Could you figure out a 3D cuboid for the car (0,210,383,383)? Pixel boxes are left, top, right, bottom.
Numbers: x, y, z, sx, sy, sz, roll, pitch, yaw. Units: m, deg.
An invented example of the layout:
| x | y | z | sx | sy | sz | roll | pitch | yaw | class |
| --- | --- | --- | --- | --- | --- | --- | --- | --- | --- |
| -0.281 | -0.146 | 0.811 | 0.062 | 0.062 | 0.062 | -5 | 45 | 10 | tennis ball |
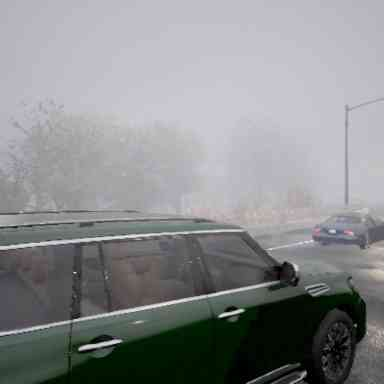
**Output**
| x | y | z | sx | sy | sz | roll | pitch | yaw | class |
| --- | --- | --- | --- | --- | --- | --- | --- | --- | --- |
| -0.376 | 1.229 | 3.578 | 5.566 | 2.045 | 2.150 | 0 | 0 | -37 | car |
